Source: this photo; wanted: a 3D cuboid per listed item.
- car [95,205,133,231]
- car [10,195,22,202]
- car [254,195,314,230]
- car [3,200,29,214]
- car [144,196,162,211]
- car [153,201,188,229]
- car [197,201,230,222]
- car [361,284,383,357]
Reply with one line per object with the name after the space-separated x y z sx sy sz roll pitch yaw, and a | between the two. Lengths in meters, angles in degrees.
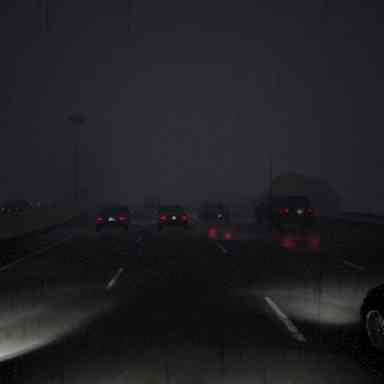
-4.764 1.537 20.779 2.033 1.411 5.357 0 0 -7 | car
-36.537 1.274 69.231 1.895 1.301 4.718 0 0 -24 | car
5.729 1.195 21.281 2.150 2.045 5.566 0 0 -6 | car
-17.721 1.502 33.771 1.837 1.490 4.892 0 0 -12 | car
-4.725 1.325 40.700 2.097 1.767 4.553 0 0 -13 | car
-1.343 1.531 21.612 2.033 1.411 5.357 0 0 -7 | car
1.594 1.467 25.809 2.128 1.511 4.902 0 0 -8 | car
3.465 1.518 3.041 1.812 1.442 4.674 0 0 -1 | car
